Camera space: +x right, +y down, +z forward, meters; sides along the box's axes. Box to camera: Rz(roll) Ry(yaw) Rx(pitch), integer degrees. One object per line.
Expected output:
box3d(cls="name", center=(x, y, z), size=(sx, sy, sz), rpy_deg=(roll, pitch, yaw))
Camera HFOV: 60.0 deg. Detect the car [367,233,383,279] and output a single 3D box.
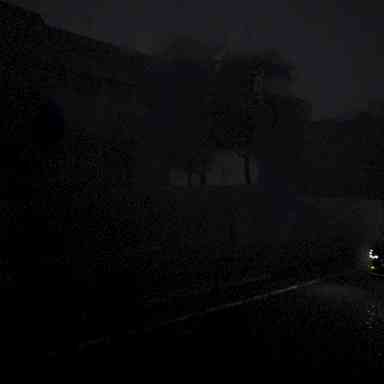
box3d(cls="car", center=(6.414, 1.406, 8.567), size=(4.892, 1.490, 1.837), rpy_deg=(-1, 1, -36))
